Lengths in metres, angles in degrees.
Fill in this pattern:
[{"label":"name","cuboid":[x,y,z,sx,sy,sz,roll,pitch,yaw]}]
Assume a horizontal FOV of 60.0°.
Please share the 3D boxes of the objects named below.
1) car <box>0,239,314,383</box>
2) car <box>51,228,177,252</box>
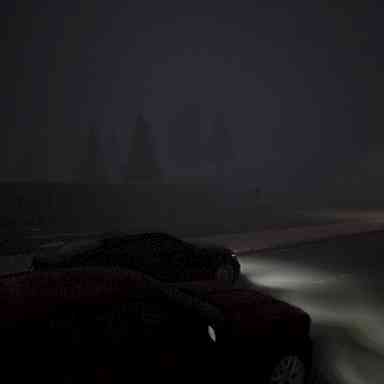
[{"label":"car","cuboid":[-0.904,1.478,3.109,5.008,1.535,1.882,0,0,-35]},{"label":"car","cuboid":[-1.040,1.526,7.309,4.674,1.442,1.812,0,0,-35]}]
